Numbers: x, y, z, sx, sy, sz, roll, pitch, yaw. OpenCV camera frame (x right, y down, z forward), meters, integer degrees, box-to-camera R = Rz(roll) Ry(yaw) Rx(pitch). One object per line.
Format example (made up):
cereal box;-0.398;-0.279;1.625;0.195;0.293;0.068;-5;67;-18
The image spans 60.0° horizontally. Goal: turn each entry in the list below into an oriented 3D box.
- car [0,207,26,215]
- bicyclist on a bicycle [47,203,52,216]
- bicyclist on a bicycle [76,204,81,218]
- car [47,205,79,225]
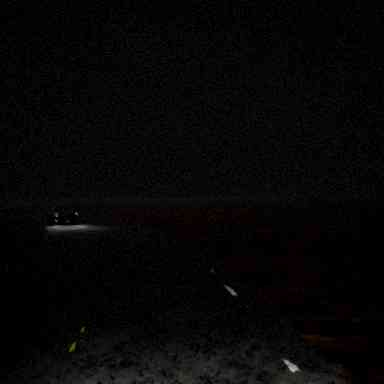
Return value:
car;-28.273;2.937;52.345;4.718;1.301;1.895;-2;-3;35
bicyclist on a bicycle;-20.068;2.460;46.778;1.843;1.776;0.659;-2;-3;44
bicyclist on a bicycle;-13.549;2.299;39.704;0.582;1.620;1.656;1;-2;-38
car;-11.393;1.917;29.358;2.097;1.767;4.553;1;-2;-30
